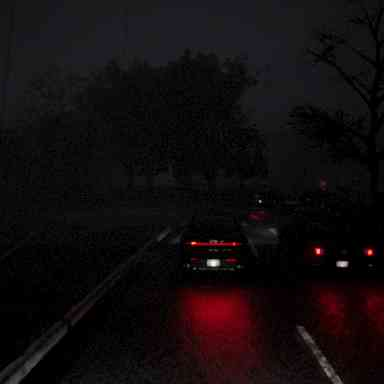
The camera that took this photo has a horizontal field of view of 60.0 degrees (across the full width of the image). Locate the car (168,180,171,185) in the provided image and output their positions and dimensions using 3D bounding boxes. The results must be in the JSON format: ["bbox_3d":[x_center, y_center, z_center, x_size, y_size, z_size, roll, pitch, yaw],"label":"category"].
[{"bbox_3d":[-5.103,-2.470,84.641,1.895,1.301,4.718,0,2,-4],"label":"car"}]

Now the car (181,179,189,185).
[{"bbox_3d":[-1.868,-2.527,84.941,1.994,1.385,4.181,0,2,-4],"label":"car"}]

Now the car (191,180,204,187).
[{"bbox_3d":[1.072,-1.769,67.678,1.837,1.490,4.892,-1,3,-15],"label":"car"}]

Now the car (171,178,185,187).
[{"bbox_3d":[-2.406,-2.010,68.294,2.097,1.767,4.553,-1,3,-14],"label":"car"}]

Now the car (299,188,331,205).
[{"bbox_3d":[11.760,0.345,31.587,1.882,1.535,5.008,2,4,36],"label":"car"}]

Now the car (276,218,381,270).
[{"bbox_3d":[3.946,1.465,10.551,1.895,1.301,4.718,0,1,4],"label":"car"}]

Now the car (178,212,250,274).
[{"bbox_3d":[0.671,1.367,10.189,1.837,1.490,4.892,0,1,4],"label":"car"}]

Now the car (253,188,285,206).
[{"bbox_3d":[7.176,0.425,30.728,1.837,1.490,4.892,2,4,32],"label":"car"}]
